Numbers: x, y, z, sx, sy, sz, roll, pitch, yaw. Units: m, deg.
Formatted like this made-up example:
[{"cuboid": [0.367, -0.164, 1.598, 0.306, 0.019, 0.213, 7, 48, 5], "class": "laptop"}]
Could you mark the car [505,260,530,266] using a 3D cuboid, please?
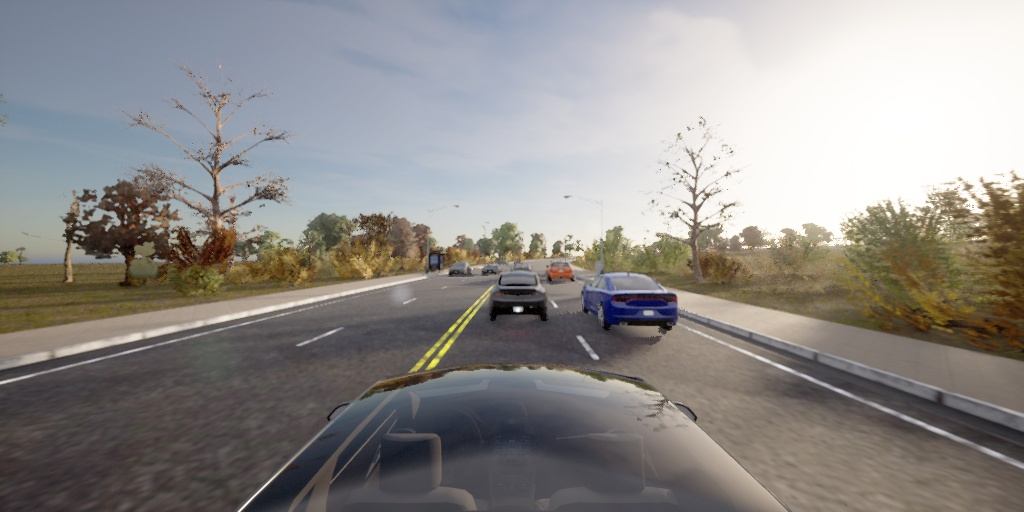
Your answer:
[{"cuboid": [0.840, 1.361, 31.521, 2.128, 1.511, 4.902, 0, 0, 3], "class": "car"}]

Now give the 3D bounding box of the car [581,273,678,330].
[{"cuboid": [3.449, 1.273, 11.394, 1.882, 1.535, 5.008, 0, 0, 1], "class": "car"}]

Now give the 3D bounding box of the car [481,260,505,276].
[{"cuboid": [-2.176, 1.462, 39.705, 1.994, 1.385, 4.181, 0, 0, 3], "class": "car"}]

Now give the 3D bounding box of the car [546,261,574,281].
[{"cuboid": [4.080, 1.220, 31.211, 2.097, 1.767, 4.553, 0, 0, 3], "class": "car"}]

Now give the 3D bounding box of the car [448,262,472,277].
[{"cuboid": [-5.507, 1.400, 38.429, 1.837, 1.490, 4.892, 0, 0, 3], "class": "car"}]

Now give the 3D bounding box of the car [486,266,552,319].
[{"cuboid": [0.232, 1.308, 12.953, 1.837, 1.490, 4.892, 0, 0, 1], "class": "car"}]
